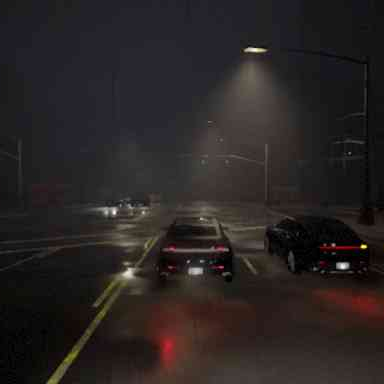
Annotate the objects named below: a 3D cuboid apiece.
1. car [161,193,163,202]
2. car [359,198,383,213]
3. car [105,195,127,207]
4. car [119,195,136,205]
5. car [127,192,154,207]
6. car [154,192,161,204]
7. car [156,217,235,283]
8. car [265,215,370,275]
[{"bbox_3d":[-7.164,1.042,67.210,2.150,2.045,5.566,0,0,0],"label":"car"},{"bbox_3d":[19.055,1.288,32.704,4.892,1.490,1.837,0,1,0],"label":"car"},{"bbox_3d":[-10.672,1.241,46.075,2.128,1.511,4.902,0,0,0],"label":"car"},{"bbox_3d":[-10.687,1.293,55.340,1.812,1.442,4.674,0,0,0],"label":"car"},{"bbox_3d":[-7.161,0.975,46.740,2.150,2.045,5.566,0,0,1],"label":"car"},{"bbox_3d":[-7.180,0.995,56.774,2.150,2.045,5.566,0,0,0],"label":"car"},{"bbox_3d":[0.077,1.461,9.533,2.128,1.511,4.902,0,0,0],"label":"car"},{"bbox_3d":[3.580,1.471,10.327,1.837,1.490,4.892,0,1,0],"label":"car"}]
